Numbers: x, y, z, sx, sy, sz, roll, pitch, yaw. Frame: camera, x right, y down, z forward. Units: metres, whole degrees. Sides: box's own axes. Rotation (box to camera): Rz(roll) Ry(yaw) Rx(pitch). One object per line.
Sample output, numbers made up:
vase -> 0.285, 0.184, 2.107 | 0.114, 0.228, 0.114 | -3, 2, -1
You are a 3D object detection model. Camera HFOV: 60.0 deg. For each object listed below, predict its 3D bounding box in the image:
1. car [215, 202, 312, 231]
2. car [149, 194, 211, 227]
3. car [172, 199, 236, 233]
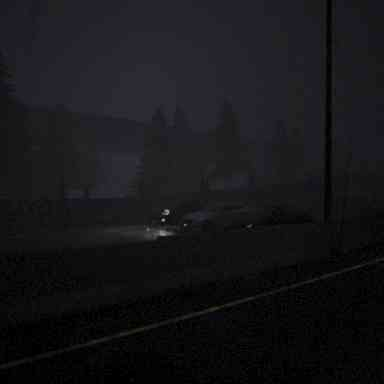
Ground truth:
car -> 3.576, 1.276, 15.146 | 4.674, 1.442, 1.812 | -3, 2, -35
car -> -0.441, 1.099, 20.879 | 4.553, 1.767, 2.097 | -3, 2, -35
car -> 1.548, 1.276, 17.999 | 4.674, 1.442, 1.812 | -3, 2, -35
